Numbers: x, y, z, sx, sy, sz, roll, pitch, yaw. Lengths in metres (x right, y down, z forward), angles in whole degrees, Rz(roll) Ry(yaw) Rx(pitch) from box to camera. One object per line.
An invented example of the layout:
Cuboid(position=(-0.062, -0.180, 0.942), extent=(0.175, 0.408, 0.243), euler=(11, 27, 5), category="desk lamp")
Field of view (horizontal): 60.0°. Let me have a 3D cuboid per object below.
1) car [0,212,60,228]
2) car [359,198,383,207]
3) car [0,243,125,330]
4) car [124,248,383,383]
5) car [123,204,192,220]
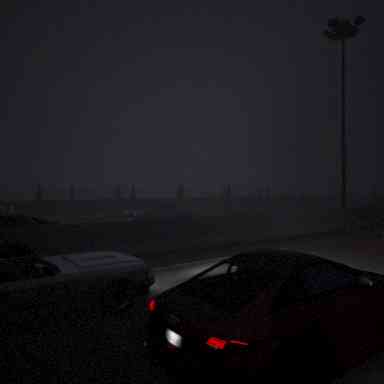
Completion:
Cuboid(position=(-7.200, 1.500, 11.753), extent=(4.892, 1.490, 1.837), euler=(0, 0, -35), category="car")
Cuboid(position=(19.369, 1.310, 34.977), extent=(4.181, 1.385, 1.994), euler=(-1, 0, -35), category="car")
Cuboid(position=(-3.071, 1.596, 5.859), extent=(4.718, 1.301, 1.895), euler=(0, 0, -35), category="car")
Cuboid(position=(1.429, 1.537, 4.770), extent=(4.181, 1.385, 1.994), euler=(0, 0, -35), category="car")
Cuboid(position=(-2.431, 1.519, 23.752), extent=(4.718, 1.301, 1.895), euler=(0, 0, -35), category="car")
